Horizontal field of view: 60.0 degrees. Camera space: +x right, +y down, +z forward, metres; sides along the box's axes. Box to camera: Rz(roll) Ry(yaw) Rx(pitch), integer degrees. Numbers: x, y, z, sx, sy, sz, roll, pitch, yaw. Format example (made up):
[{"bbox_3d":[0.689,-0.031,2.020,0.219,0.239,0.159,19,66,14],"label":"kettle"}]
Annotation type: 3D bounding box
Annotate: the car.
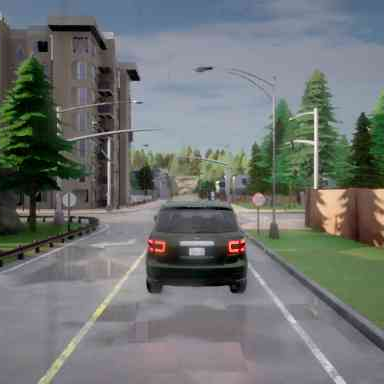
[{"bbox_3d":[0.098,1.221,8.979,2.150,2.045,5.566,0,0,0],"label":"car"}]
